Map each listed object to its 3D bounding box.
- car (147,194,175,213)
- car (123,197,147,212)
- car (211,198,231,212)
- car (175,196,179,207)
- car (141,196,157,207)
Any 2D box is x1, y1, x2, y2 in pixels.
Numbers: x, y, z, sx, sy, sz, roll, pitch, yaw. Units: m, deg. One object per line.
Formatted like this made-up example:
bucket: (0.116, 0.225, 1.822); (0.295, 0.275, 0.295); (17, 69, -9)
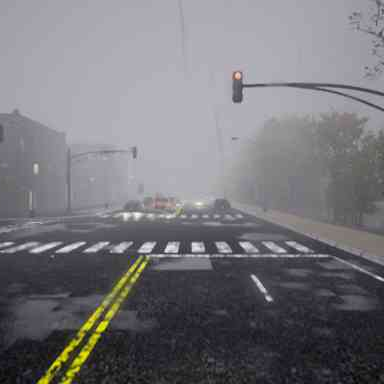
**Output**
car: (-3.353, 1.348, 36.707); (2.097, 1.767, 4.553); (0, 0, 0)
car: (-6.605, 1.559, 38.048); (1.994, 1.385, 4.181); (0, 0, 0)
car: (3.342, 1.473, 38.692); (1.882, 1.535, 5.008); (0, 0, 0)
car: (-3.382, 1.495, 51.199); (1.837, 1.490, 4.892); (0, 1, 0)
car: (-6.630, 1.498, 51.860); (1.837, 1.490, 4.892); (0, 1, 0)
